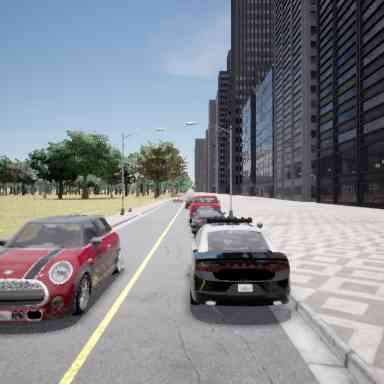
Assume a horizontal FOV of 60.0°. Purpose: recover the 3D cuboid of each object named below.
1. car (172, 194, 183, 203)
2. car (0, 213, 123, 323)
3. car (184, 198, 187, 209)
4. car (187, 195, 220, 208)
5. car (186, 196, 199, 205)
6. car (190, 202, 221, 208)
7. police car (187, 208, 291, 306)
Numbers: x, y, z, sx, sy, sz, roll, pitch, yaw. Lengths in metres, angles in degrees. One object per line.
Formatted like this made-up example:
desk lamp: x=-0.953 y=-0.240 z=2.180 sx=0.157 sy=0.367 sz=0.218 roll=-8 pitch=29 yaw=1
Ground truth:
car: x=-2.956 y=1.259 z=66.952 sx=2.097 sy=1.767 sz=4.553 roll=0 pitch=0 yaw=0
car: x=-2.994 y=1.352 z=7.475 sx=2.097 sy=1.767 sz=4.553 roll=0 pitch=0 yaw=0
car: x=0.054 y=1.461 z=44.989 sx=1.837 sy=1.490 sz=4.892 roll=0 pitch=0 yaw=1
car: x=0.915 y=1.214 z=24.152 sx=2.150 sy=2.045 sz=5.566 roll=0 pitch=0 yaw=0
car: x=0.038 y=1.422 z=58.028 sx=2.128 sy=1.511 sz=4.902 roll=0 pitch=0 yaw=0
car: x=0.913 y=1.521 z=18.121 sx=1.812 sy=1.442 sz=4.674 roll=0 pitch=0 yaw=0
police car: x=0.907 y=1.425 z=8.230 sx=1.930 sy=1.638 sz=5.238 roll=0 pitch=0 yaw=0
